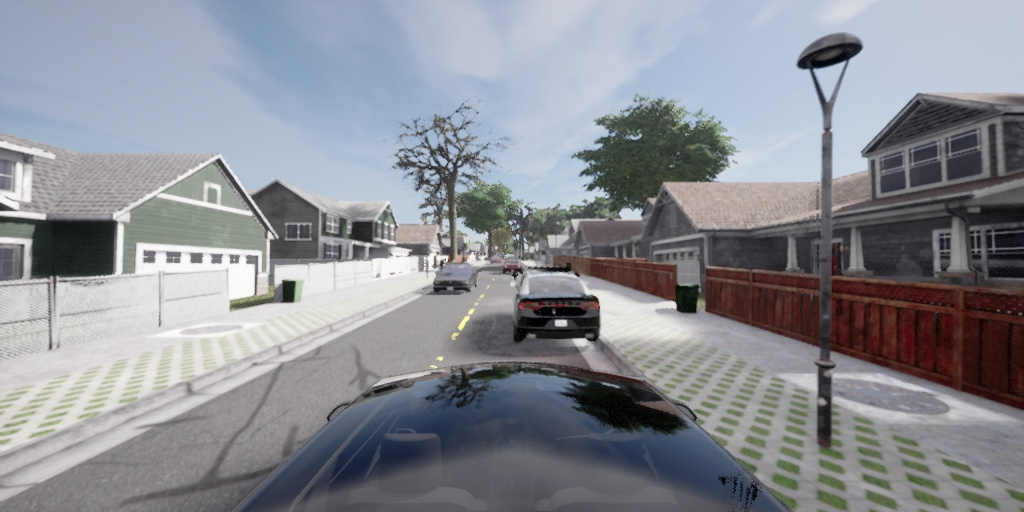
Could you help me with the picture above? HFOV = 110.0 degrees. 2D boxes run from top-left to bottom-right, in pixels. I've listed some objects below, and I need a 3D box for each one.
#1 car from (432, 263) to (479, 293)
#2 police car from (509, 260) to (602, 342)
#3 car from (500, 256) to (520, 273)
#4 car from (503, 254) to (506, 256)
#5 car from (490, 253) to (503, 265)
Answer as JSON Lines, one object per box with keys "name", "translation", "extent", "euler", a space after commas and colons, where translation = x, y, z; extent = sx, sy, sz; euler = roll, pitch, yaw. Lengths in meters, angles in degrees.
{"name": "car", "translation": [-2.842, 1.095, 19.134], "extent": [2.033, 1.411, 5.357], "euler": [0, 1, 0]}
{"name": "police car", "translation": [0.966, 1.084, 9.629], "extent": [1.930, 1.638, 5.238], "euler": [0, 1, 0]}
{"name": "car", "translation": [0.069, 0.976, 34.606], "extent": [1.895, 1.301, 4.718], "euler": [0, 1, 0]}
{"name": "car", "translation": [0.048, 0.752, 49.458], "extent": [1.837, 1.490, 4.892], "euler": [0, 0, 1]}
{"name": "car", "translation": [-2.778, 0.702, 61.507], "extent": [1.812, 1.442, 4.674], "euler": [0, 0, 1]}
